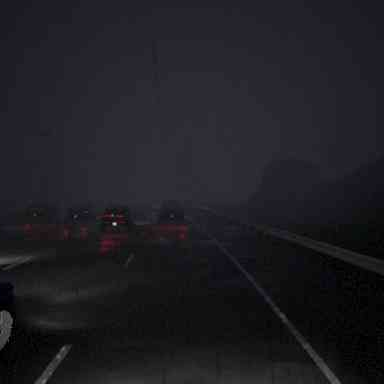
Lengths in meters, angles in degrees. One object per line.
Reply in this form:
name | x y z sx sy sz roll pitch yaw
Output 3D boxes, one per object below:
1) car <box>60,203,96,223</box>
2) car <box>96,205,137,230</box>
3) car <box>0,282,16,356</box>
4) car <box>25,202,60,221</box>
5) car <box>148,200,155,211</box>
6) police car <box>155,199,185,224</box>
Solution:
car | -8.854 1.620 26.679 1.812 1.442 4.674 0 0 -8
car | -4.707 1.577 21.532 1.837 1.490 4.892 0 0 -6
car | -3.517 1.493 2.950 1.882 1.535 5.008 0 0 -1
car | -12.642 1.597 28.498 2.128 1.511 4.902 0 0 -8
car | -4.397 1.658 42.130 1.812 1.442 4.674 0 0 -12
police car | -1.710 1.505 25.998 1.930 1.638 5.238 0 0 -7
